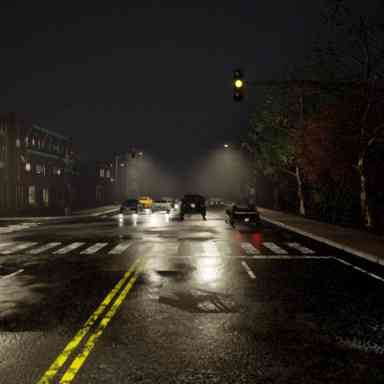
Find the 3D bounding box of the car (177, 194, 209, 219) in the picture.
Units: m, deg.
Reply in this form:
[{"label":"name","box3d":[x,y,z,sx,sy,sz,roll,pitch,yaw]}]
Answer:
[{"label":"car","box3d":[0.085,1.213,29.473,2.150,2.045,5.566,0,0,0]}]

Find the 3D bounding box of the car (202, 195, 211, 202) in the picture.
[{"label":"car","box3d":[3.214,1.449,74.334,1.882,1.535,5.008,0,0,0]}]

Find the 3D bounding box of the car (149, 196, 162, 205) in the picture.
[{"label":"car","box3d":[-6.582,1.541,60.415,1.994,1.385,4.181,0,0,1]}]

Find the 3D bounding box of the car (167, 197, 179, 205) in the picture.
[{"label":"car","box3d":[-3.329,1.579,59.363,1.895,1.301,4.718,0,0,0]}]

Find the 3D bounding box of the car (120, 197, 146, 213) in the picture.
[{"label":"car","box3d":[-6.637,1.514,36.831,1.812,1.442,4.674,0,0,1]}]

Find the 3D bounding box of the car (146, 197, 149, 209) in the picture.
[{"label":"car","box3d":[-6.610,1.462,45.916,1.882,1.535,5.008,0,0,0]}]

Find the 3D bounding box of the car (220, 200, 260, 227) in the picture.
[{"label":"car","box3d":[3.338,1.486,22.666,2.128,1.511,4.902,0,0,0]}]

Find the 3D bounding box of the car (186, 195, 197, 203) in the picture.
[{"label":"car","box3d":[-0.036,1.466,68.040,2.128,1.511,4.902,0,0,0]}]

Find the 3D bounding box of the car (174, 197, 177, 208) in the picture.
[{"label":"car","box3d":[-3.361,1.476,46.253,2.128,1.511,4.902,0,0,0]}]

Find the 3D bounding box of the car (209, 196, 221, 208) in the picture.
[{"label":"car","box3d":[3.325,1.531,47.310,2.033,1.411,5.357,0,0,0]}]

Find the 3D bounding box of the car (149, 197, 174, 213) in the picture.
[{"label":"car","box3d":[-3.358,1.514,36.985,1.812,1.442,4.674,0,0,0]}]
